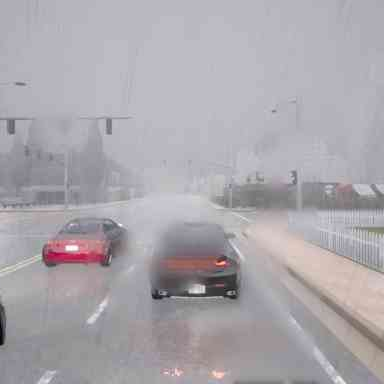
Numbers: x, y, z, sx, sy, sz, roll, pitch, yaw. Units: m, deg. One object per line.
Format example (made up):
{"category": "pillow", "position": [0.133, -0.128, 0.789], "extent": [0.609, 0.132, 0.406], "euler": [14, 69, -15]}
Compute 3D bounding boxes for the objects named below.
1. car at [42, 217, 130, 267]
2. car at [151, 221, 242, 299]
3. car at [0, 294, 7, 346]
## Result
{"category": "car", "position": [-3.418, 1.564, 11.451], "extent": [1.994, 1.385, 4.181], "euler": [0, 0, 0]}
{"category": "car", "position": [0.087, 1.505, 8.413], "extent": [1.837, 1.490, 4.892], "euler": [0, 0, 0]}
{"category": "car", "position": [-3.408, 1.492, 2.543], "extent": [2.128, 1.511, 4.902], "euler": [0, 0, 0]}
